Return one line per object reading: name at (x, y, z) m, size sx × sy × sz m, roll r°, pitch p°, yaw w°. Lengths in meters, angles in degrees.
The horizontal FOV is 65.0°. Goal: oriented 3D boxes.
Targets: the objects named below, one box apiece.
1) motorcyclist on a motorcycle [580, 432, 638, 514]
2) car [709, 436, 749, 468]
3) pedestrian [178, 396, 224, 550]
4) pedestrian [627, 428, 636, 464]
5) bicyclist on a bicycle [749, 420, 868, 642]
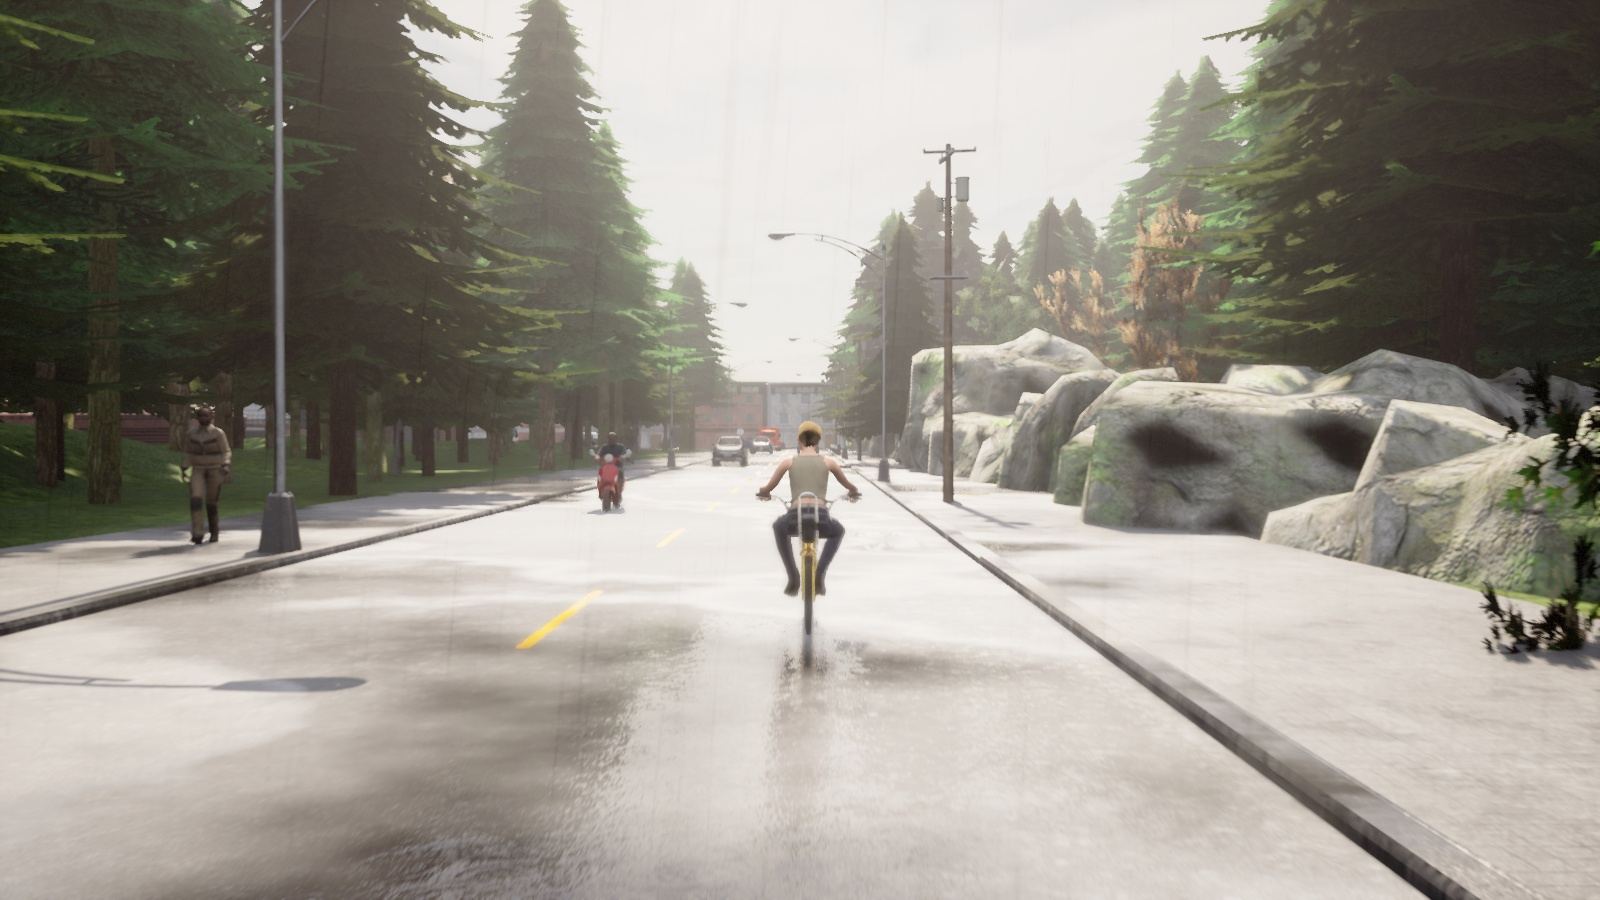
motorcyclist on a motorcycle at (-3.820, 0.439, 25.269) m, size 0.866 × 1.590 × 1.817 m, roll 0°, pitch 1°, yaw 0°
car at (-3.554, 0.075, 63.639) m, size 1.789 × 1.549 × 3.705 m, roll 0°, pitch 1°, yaw 0°
pedestrian at (-7.671, 0.286, 16.093) m, size 0.396 × 1.930 × 0.692 m, roll 0°, pitch 1°, yaw -14°
pedestrian at (-8.630, -0.205, 64.345) m, size 0.353 × 1.847 × 0.614 m, roll 0°, pitch 1°, yaw 6°
bicyclist on a bicycle at (0.070, 0.582, 9.899) m, size 0.866 × 1.612 × 1.509 m, roll 0°, pitch 1°, yaw 1°
